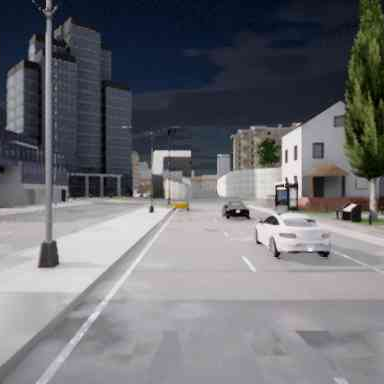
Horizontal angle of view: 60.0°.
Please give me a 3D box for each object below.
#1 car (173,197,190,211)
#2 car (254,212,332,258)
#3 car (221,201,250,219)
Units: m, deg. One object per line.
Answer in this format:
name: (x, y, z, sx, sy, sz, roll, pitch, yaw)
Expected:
car: (-1.228, 1.324, 38.626, 1.801, 1.575, 5.366, 0, 0, 0)
car: (3.584, 1.483, 12.409, 1.812, 1.442, 4.674, 0, 0, 0)
car: (3.598, 1.469, 27.932, 1.994, 1.385, 4.181, 0, 0, 0)
